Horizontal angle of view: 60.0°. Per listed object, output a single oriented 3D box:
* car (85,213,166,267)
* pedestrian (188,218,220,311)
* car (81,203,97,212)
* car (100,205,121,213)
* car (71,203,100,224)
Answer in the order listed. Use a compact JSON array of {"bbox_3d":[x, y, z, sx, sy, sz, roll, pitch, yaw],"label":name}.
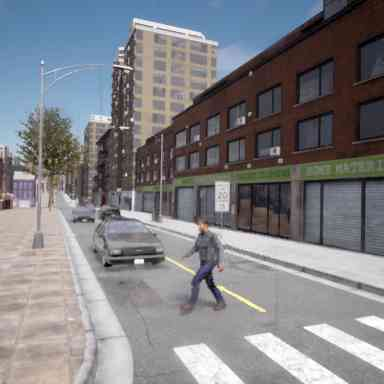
[{"bbox_3d":[-2.561,1.698,12.288,2.033,1.411,5.357,1,-1,-22],"label":"car"},{"bbox_3d":[0.234,1.364,6.359,0.375,1.860,0.375,1,0,-23],"label":"pedestrian"},{"bbox_3d":[-17.210,2.608,55.281,2.033,1.411,5.357,1,-2,-22],"label":"car"},{"bbox_3d":[-8.655,2.104,34.673,1.837,1.490,4.892,1,-2,-22],"label":"car"},{"bbox_3d":[-9.833,2.009,29.839,2.033,1.411,5.357,1,-2,-22],"label":"car"}]
